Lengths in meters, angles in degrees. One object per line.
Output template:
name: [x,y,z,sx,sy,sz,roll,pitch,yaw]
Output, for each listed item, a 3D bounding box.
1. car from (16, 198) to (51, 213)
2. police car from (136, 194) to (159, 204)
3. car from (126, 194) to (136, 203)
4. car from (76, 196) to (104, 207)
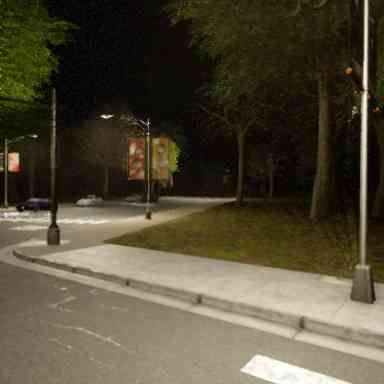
car: [-15.569,1.295,33.444,1.994,1.385,4.181,1,0,13]
police car: [-7.194,1.082,56.436,1.930,1.638,5.238,1,0,12]
car: [-10.073,1.142,58.677,1.812,1.442,4.674,1,0,13]
car: [-13.328,1.209,43.822,1.812,1.442,4.674,1,0,12]
